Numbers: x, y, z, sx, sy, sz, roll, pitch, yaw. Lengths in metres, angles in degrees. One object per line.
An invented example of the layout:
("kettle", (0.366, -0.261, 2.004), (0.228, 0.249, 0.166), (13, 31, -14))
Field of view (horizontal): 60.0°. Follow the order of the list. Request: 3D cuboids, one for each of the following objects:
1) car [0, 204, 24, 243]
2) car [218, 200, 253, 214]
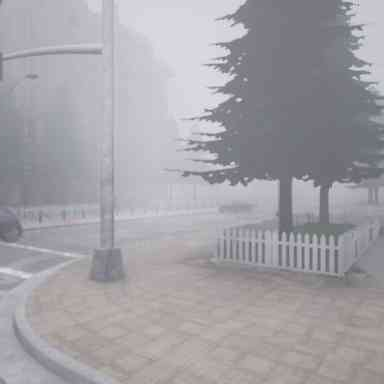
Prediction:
("car", (-9.484, 1.289, 13.549), (2.097, 1.767, 4.553), (0, 0, 33))
("car", (4.576, 1.528, 34.646), (1.895, 1.301, 4.718), (0, 0, 34))
